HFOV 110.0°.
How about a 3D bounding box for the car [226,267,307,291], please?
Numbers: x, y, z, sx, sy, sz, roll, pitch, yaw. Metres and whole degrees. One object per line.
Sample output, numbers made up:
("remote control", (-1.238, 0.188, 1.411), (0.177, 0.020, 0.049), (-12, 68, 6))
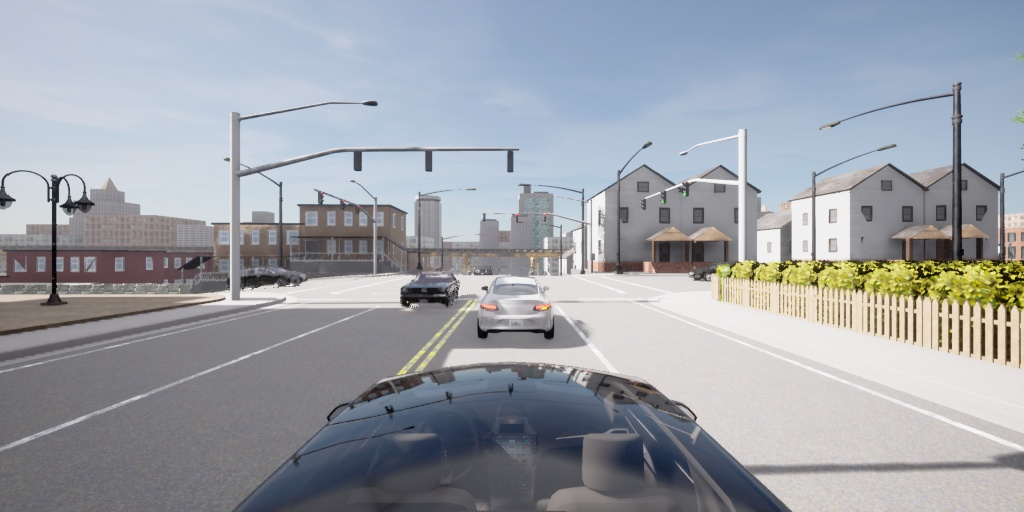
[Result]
("car", (-16.845, 1.479, 24.743), (4.902, 1.511, 2.128), (-5, 0, -1))

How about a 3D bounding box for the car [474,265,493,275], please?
("car", (-3.521, 2.162, 45.241), (2.150, 2.045, 5.566), (0, -9, 0))

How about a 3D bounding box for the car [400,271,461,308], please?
("car", (-3.331, 1.352, 15.410), (1.895, 1.301, 4.718), (0, 0, -3))

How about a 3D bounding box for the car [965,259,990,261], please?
("car", (36.927, 1.102, 29.026), (4.553, 1.767, 2.097), (0, 0, -1))

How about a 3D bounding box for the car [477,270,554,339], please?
("car", (0.101, 1.276, 10.000), (1.812, 1.442, 4.674), (0, 0, 0))

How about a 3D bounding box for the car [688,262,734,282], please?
("car", (16.794, 1.255, 28.810), (4.892, 1.490, 1.837), (0, 0, -1))
